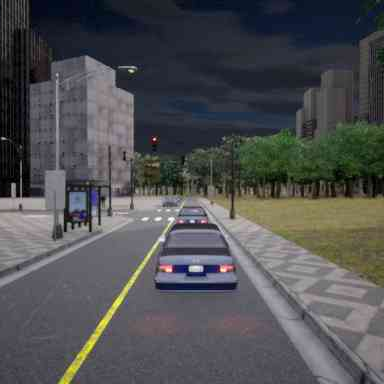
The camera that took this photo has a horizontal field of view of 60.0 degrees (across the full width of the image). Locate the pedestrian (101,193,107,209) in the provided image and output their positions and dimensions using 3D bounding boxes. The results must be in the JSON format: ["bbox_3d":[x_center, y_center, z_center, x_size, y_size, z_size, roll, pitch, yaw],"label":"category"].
[{"bbox_3d":[-10.138,1.046,38.174,0.375,1.860,0.375,0,0,1],"label":"pedestrian"}]

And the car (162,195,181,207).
[{"bbox_3d":[-3.163,1.297,48.497,2.097,1.767,4.553,0,0,0],"label":"car"}]

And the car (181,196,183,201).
[{"bbox_3d":[-3.153,1.407,64.320,2.128,1.511,4.902,0,0,0],"label":"car"}]

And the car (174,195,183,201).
[{"bbox_3d":[-3.179,1.362,79.254,1.994,1.385,4.181,0,0,0],"label":"car"}]

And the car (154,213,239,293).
[{"bbox_3d":[0.080,1.544,8.987,2.033,1.411,5.357,0,0,0],"label":"car"}]

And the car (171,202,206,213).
[{"bbox_3d":[0.050,1.535,19.322,2.033,1.411,5.357,0,0,1],"label":"car"}]
